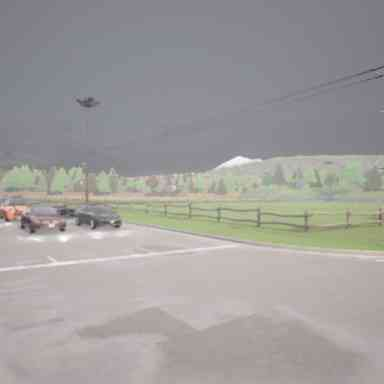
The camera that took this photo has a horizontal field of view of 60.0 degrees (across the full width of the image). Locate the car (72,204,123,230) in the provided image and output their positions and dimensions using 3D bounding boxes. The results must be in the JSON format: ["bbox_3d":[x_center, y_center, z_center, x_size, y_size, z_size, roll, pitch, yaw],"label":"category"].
[{"bbox_3d":[-6.268,1.584,22.179,1.837,1.490,4.892,1,0,-36],"label":"car"}]

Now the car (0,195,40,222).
[{"bbox_3d":[-14.242,1.394,27.219,2.097,1.767,4.553,1,0,-36],"label":"car"}]

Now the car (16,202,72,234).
[{"bbox_3d":[-8.990,1.569,19.968,1.812,1.442,4.674,1,0,-36],"label":"car"}]

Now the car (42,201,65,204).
[{"bbox_3d":[-11.702,1.679,29.673,1.895,1.301,4.718,1,0,-36],"label":"car"}]

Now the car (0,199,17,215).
[{"bbox_3d":[-20.430,1.531,35.760,2.128,1.511,4.902,1,0,-36],"label":"car"}]
